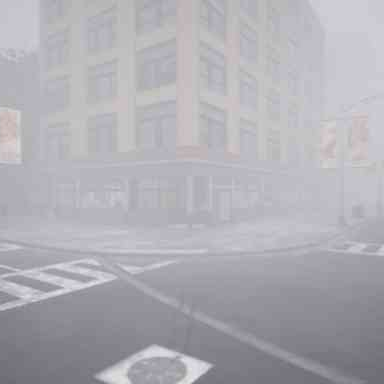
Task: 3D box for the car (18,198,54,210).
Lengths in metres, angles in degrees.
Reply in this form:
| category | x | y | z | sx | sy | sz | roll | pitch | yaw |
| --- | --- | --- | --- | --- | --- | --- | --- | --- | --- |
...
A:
| category | x | y | z | sx | sy | sz | roll | pitch | yaw |
| --- | --- | --- | --- | --- | --- | --- | --- | --- | --- |
| car | -19.631 | 1.514 | 42.604 | 1.882 | 1.535 | 5.008 | 0 | 0 | 35 |
